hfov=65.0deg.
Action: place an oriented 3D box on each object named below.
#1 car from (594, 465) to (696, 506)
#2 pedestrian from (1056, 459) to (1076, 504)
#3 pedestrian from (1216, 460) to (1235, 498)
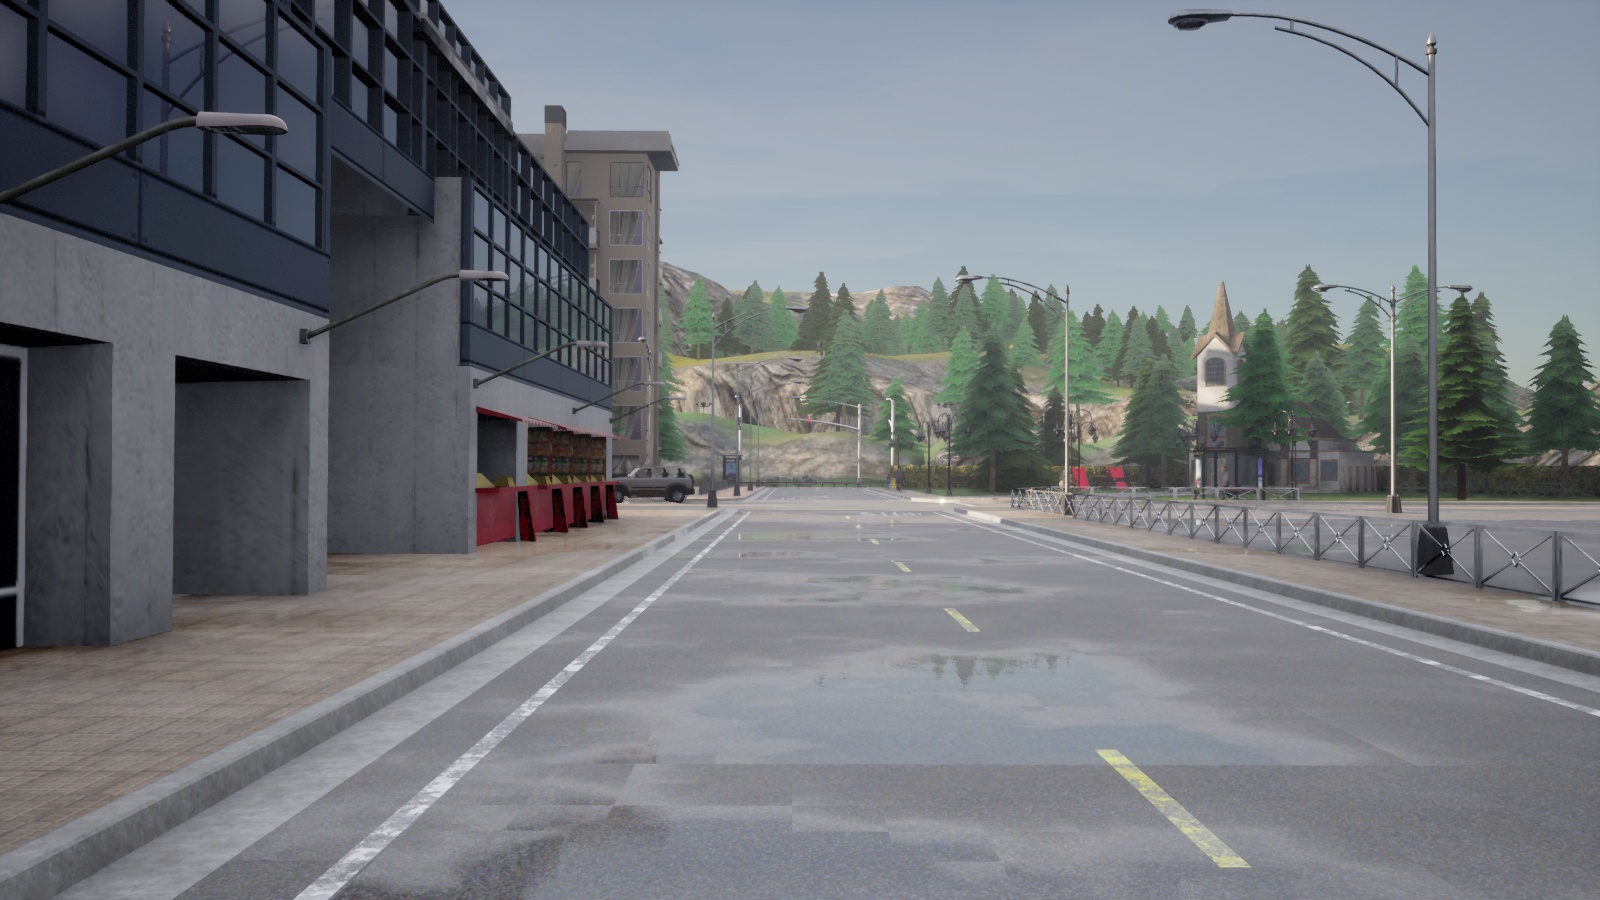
[{"bbox_3d":[-7.392,1.674,59.841,4.605,1.855,1.932,0,0,-15],"label":"car"},{"bbox_3d":[11.135,1.321,52.538,0.694,1.848,0.540,0,-1,-1],"label":"pedestrian"},{"bbox_3d":[21.432,1.459,63.264,0.788,1.949,0.423,0,-1,-3],"label":"pedestrian"}]
